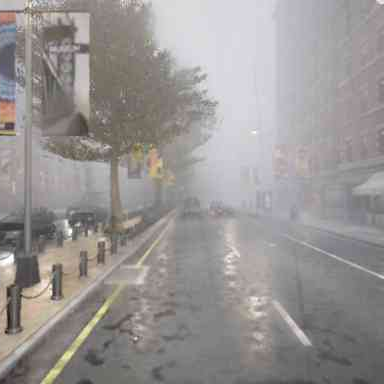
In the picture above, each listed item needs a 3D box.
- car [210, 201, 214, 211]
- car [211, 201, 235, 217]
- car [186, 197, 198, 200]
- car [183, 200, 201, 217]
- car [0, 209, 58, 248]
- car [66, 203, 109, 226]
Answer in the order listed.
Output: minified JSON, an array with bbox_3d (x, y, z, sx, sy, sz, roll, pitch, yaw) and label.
[{"bbox_3d":[3.524,2.008,46.884,2.128,1.511,4.902,0,-1,0],"label":"car"},{"bbox_3d":[3.513,2.007,36.903,1.895,1.301,4.718,0,-1,0],"label":"car"},{"bbox_3d":[0.019,1.732,46.310,2.150,2.045,5.566,0,0,0],"label":"car"},{"bbox_3d":[0.012,1.941,35.727,2.033,1.411,5.357,0,-1,0],"label":"car"},{"bbox_3d":[-8.024,1.738,15.673,1.994,1.385,4.181,0,-1,1],"label":"car"},{"bbox_3d":[-7.991,1.838,26.294,2.033,1.411,5.357,0,-1,0],"label":"car"}]
